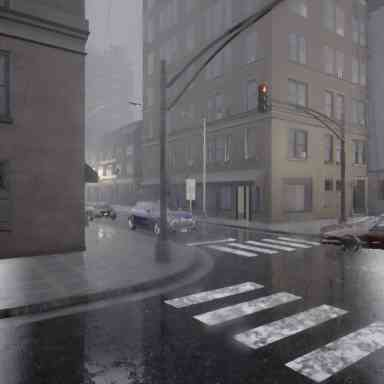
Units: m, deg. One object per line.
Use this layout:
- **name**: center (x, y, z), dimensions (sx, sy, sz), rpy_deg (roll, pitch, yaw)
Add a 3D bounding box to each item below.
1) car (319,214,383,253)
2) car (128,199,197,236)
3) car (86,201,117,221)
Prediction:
- **car**: center (7.614, 1.539, 12.409), dimensions (5.357, 1.411, 2.033), rpy_deg (0, 0, 18)
- **car**: center (-1.675, 1.269, 17.944), dimensions (2.097, 1.767, 4.553), rpy_deg (0, 0, -36)
- **car**: center (-7.472, 1.428, 26.049), dimensions (1.994, 1.385, 4.181), rpy_deg (0, 0, -35)
